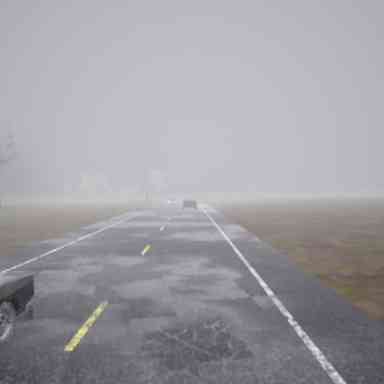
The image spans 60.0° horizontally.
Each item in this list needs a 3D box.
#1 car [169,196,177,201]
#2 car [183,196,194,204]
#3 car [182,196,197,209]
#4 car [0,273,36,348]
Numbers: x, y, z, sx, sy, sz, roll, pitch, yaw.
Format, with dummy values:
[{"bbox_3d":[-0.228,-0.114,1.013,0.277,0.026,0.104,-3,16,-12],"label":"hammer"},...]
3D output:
[{"bbox_3d":[-4.768,1.634,82.077,1.895,1.301,4.718,0,0,-2],"label":"car"},{"bbox_3d":[-0.674,1.505,63.186,2.128,1.511,4.902,0,0,-1],"label":"car"},{"bbox_3d":[-0.319,1.474,45.765,1.882,1.535,5.008,0,0,-1],"label":"car"},{"bbox_3d":[-3.607,1.600,3.467,1.895,1.301,4.718,0,0,0],"label":"car"}]
